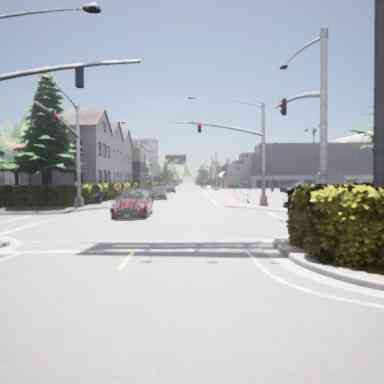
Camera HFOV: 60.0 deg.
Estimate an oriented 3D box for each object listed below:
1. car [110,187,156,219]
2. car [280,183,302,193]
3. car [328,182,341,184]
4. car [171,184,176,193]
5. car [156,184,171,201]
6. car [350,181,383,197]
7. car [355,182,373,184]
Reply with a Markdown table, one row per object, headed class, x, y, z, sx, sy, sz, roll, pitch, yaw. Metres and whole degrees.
| class | x | y | z | sx | sy | sz | roll | pitch | yaw |
| --- | --- | --- | --- | --- | --- | --- | --- | --- | --- |
| car | -3.722 | 0.654 | 21.089 | 2.097 | 1.767 | 4.553 | -1 | 3 | 0 |
| car | 15.140 | -0.552 | 52.213 | 2.007 | 1.523 | 4.514 | -1 | 2 | -1 |
| car | 25.160 | -1.056 | 59.652 | 2.152 | 1.636 | 5.027 | -1 | 2 | -1 |
| car | -3.865 | -0.594 | 58.476 | 1.882 | 1.535 | 5.008 | -1 | 2 | 0 |
| car | -3.805 | 0.156 | 37.841 | 1.837 | 1.490 | 4.892 | -1 | 2 | 0 |
| car | 22.158 | -0.474 | 42.254 | 1.932 | 1.855 | 4.605 | -1 | 2 | -1 |
| car | 18.933 | -0.186 | 34.365 | 1.905 | 1.878 | 3.866 | -1 | 2 | -1 |
